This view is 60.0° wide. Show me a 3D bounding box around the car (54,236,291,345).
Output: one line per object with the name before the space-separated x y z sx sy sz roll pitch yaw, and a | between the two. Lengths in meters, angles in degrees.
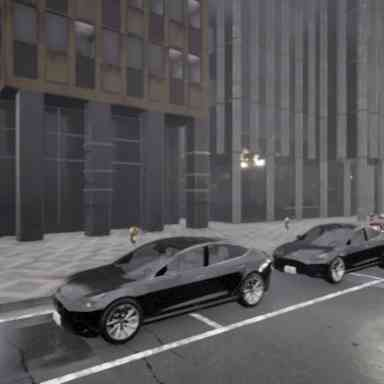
car | -0.319 1.580 6.427 4.313 1.339 1.947 0 0 -36

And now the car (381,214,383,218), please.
car | 7.396 1.266 8.661 5.566 2.045 2.150 0 0 -36

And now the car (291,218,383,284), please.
car | 4.267 1.602 9.704 4.313 1.339 1.947 0 0 -36

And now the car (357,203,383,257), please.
car | 8.854 1.374 12.982 5.009 1.841 2.192 0 0 -36
